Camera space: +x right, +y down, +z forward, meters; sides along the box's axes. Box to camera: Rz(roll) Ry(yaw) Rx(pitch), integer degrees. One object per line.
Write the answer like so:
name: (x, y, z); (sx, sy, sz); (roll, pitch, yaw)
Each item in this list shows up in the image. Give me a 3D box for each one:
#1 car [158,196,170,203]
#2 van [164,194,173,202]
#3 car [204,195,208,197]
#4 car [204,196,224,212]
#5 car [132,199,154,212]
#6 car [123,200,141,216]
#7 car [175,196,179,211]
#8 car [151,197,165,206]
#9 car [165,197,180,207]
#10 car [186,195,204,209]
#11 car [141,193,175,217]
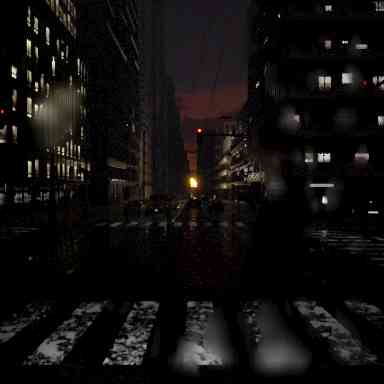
car: (-5.559, 1.529, 66.960); (1.887, 1.381, 4.507); (-1, 0, 0)
van: (-5.537, 1.323, 78.270); (1.690, 1.788, 3.998); (-1, 0, 0)
car: (2.832, 1.423, 72.597); (1.967, 1.590, 4.097); (-1, 0, 0)
car: (2.759, 1.540, 38.669); (2.008, 1.369, 4.403); (-1, 0, 0)
car: (-5.621, 1.555, 38.687); (1.947, 1.339, 4.313); (-1, 0, 0)
car: (-5.634, 1.516, 32.863); (1.752, 1.417, 4.829); (-1, 0, 0)
car: (-3.006, 1.210, 41.642); (2.150, 2.045, 5.566); (0, 0, 0)
car: (-5.584, 1.531, 55.651); (1.887, 1.381, 4.507); (-1, 0, 0)
car: (-2.976, 1.534, 52.186); (2.033, 1.411, 5.357); (0, 0, 0)
car: (0.194, 1.479, 44.610); (2.128, 1.511, 4.902); (0, 0, 0)
car: (-3.037, 1.213, 31.163); (2.150, 2.045, 5.566); (0, 0, 0)
